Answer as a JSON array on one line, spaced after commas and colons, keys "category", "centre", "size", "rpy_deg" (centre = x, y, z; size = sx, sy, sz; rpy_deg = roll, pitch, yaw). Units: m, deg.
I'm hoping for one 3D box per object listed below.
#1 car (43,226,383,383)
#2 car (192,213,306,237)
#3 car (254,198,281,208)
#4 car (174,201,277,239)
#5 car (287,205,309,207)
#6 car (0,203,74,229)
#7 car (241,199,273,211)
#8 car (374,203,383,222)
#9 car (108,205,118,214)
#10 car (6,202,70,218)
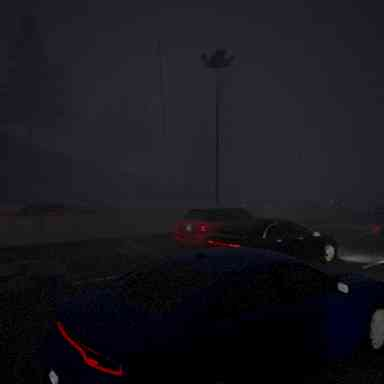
[{"category": "car", "centre": [0.766, 1.493, 4.437], "size": [5.008, 1.535, 1.882], "rpy_deg": [0, 0, -36]}, {"category": "car", "centre": [2.562, 1.540, 10.206], "size": [4.892, 1.490, 1.837], "rpy_deg": [0, 0, -38]}, {"category": "car", "centre": [12.056, 1.671, 52.848], "size": [2.128, 1.511, 4.902], "rpy_deg": [0, 0, 42]}, {"category": "car", "centre": [1.551, 1.397, 13.865], "size": [4.553, 1.767, 2.097], "rpy_deg": [0, 0, -38]}, {"category": "car", "centre": [12.763, 1.614, 38.243], "size": [1.882, 1.535, 5.008], "rpy_deg": [0, 0, 45]}, {"category": "car", "centre": [-10.706, 1.559, 22.307], "size": [4.892, 1.490, 1.837], "rpy_deg": [0, 0, -37]}, {"category": "car", "centre": [8.683, 1.655, 44.091], "size": [1.837, 1.490, 4.892], "rpy_deg": [0, -1, 44]}, {"category": "car", "centre": [16.266, 1.597, 26.702], "size": [4.902, 1.511, 2.128], "rpy_deg": [0, 0, -43]}, {"category": "car", "centre": [-9.320, 1.650, 32.300], "size": [4.181, 1.385, 1.994], "rpy_deg": [0, 0, -40]}, {"category": "car", "centre": [-9.152, 1.397, 19.122], "size": [4.553, 1.767, 2.097], "rpy_deg": [0, 0, -37]}]
